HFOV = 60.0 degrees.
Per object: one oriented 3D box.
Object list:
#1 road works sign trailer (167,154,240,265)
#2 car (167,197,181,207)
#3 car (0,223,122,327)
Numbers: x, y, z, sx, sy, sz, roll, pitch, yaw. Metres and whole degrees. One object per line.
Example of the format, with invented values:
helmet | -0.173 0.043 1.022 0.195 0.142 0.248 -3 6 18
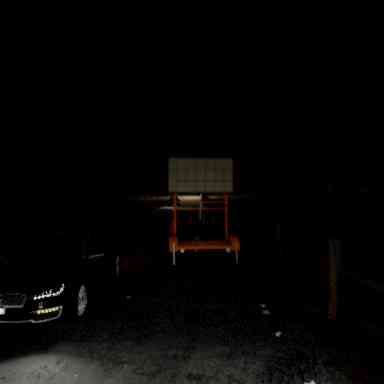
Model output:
road works sign trailer | 0.294 0.466 11.813 2.380 3.560 2.880 0 0 -6
car | -2.747 1.478 50.526 1.812 1.442 4.674 0 0 0
car | -2.839 1.506 7.334 1.837 1.490 4.892 0 0 0
